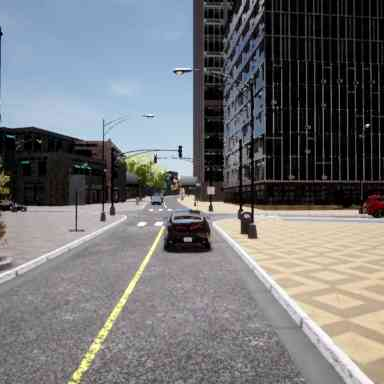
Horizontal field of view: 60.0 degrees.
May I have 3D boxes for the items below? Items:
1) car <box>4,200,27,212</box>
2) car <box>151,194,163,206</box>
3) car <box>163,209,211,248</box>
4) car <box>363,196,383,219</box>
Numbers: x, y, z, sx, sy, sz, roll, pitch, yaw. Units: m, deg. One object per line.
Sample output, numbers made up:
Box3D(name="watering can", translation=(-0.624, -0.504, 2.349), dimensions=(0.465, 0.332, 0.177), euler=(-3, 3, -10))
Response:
Box3D(name="car", translation=(-20.555, 1.568, 37.122), dimensions=(4.313, 1.339, 1.947), euler=(0, -1, 18))
Box3D(name="car", translation=(-6.012, 1.562, 56.060), dimensions=(2.033, 1.411, 5.357), euler=(0, 0, -6))
Box3D(name="car", translation=(-0.226, 1.510, 14.698), dimensions=(1.837, 1.490, 4.892), euler=(0, 0, -2))
Box3D(name="car", translation=(15.765, 1.188, 25.206), dimensions=(5.009, 1.841, 2.192), euler=(0, -1, 18))
